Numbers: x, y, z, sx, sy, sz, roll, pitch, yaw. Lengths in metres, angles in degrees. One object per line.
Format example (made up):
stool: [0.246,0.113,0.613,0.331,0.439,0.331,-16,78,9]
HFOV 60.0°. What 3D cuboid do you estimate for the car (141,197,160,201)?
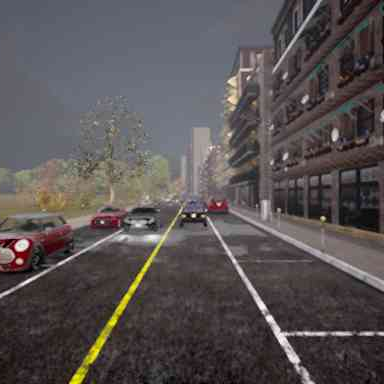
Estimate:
car: [-5.315,1.555,38.925,2.008,1.369,4.403,1,0,0]

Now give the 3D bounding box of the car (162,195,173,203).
car: [-5.322,1.458,72.848,1.967,1.590,4.097,1,0,0]

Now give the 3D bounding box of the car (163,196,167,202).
car: [-5.318,1.553,50.232,1.887,1.381,4.507,1,0,0]

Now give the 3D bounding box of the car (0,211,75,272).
car: [-5.308,1.441,10.655,1.967,1.590,4.097,1,0,0]

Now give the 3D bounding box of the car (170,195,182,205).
car: [-2.797,1.364,60.700,2.097,1.767,4.553,0,0,1]

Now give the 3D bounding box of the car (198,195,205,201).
car: [2.553,1.574,90.548,1.887,1.381,4.507,1,0,0]

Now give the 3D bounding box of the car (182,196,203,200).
car: [0.090,1.531,40.940,1.812,1.442,4.674,0,0,0]

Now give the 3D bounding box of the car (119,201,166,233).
car: [-2.855,1.527,20.017,1.812,1.442,4.674,0,0,0]

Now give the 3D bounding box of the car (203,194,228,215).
car: [2.569,1.318,33.938,2.192,1.841,5.009,1,0,0]

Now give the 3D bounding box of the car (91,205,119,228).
car: [-5.311,1.546,21.963,1.887,1.381,4.507,1,0,0]

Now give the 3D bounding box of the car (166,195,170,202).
car: [-5.319,1.561,55.887,2.008,1.369,4.403,1,0,0]

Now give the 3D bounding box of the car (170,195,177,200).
car: [-5.328,1.559,95.294,1.752,1.417,4.829,1,0,0]

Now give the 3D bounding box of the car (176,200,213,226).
car: [0.095,1.549,23.227,2.033,1.411,5.357,0,0,0]

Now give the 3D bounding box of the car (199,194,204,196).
car: [2.561,1.330,67.903,2.192,1.841,5.009,1,0,0]

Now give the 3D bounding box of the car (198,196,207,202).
car: [2.556,1.587,79.226,1.947,1.339,4.313,1,0,0]

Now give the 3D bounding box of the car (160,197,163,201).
car: [-5.317,1.588,44.579,1.802,1.307,4.206,1,0,0]

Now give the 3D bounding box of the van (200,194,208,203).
van: [2.559,1.359,73.565,1.690,1.788,3.998,1,0,0]
